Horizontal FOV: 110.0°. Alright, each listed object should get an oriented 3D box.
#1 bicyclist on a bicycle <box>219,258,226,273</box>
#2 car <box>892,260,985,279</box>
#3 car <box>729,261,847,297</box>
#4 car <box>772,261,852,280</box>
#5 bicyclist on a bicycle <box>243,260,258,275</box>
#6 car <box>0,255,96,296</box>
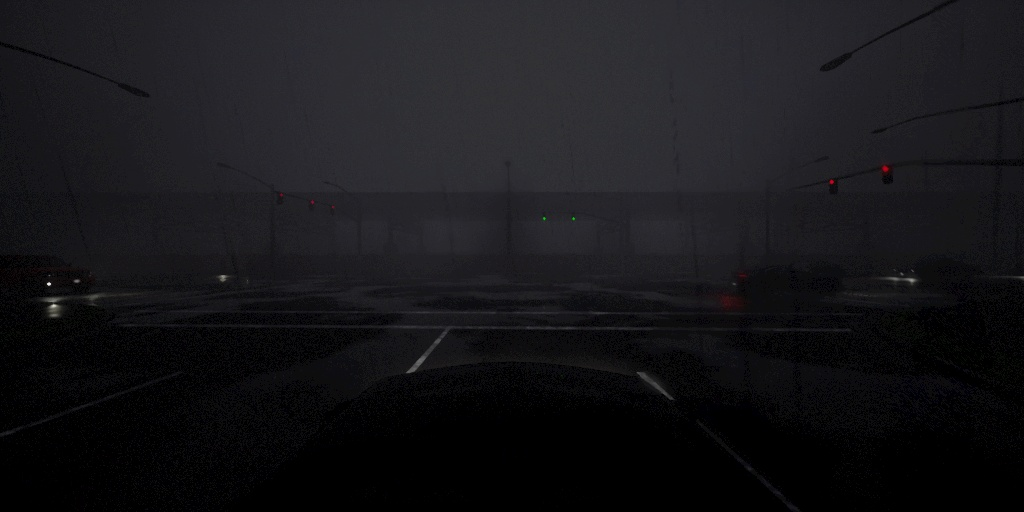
[{"bbox_3d":[-31.527,1.037,39.110,0.582,1.620,1.656,0,0,-33],"label":"bicyclist on a bicycle"},{"bbox_3d":[33.227,1.029,27.996,5.357,1.411,2.033,-1,0,2],"label":"car"},{"bbox_3d":[13.561,1.180,17.893,4.902,1.511,2.128,0,0,2],"label":"car"},{"bbox_3d":[23.552,1.122,28.280,4.674,1.442,1.812,-1,0,2],"label":"car"},{"bbox_3d":[-26.979,1.189,37.012,0.582,1.620,1.656,0,0,14],"label":"bicyclist on a bicycle"},{"bbox_3d":[-25.594,0.967,19.013,5.566,2.045,2.150,0,0,4],"label":"car"}]
